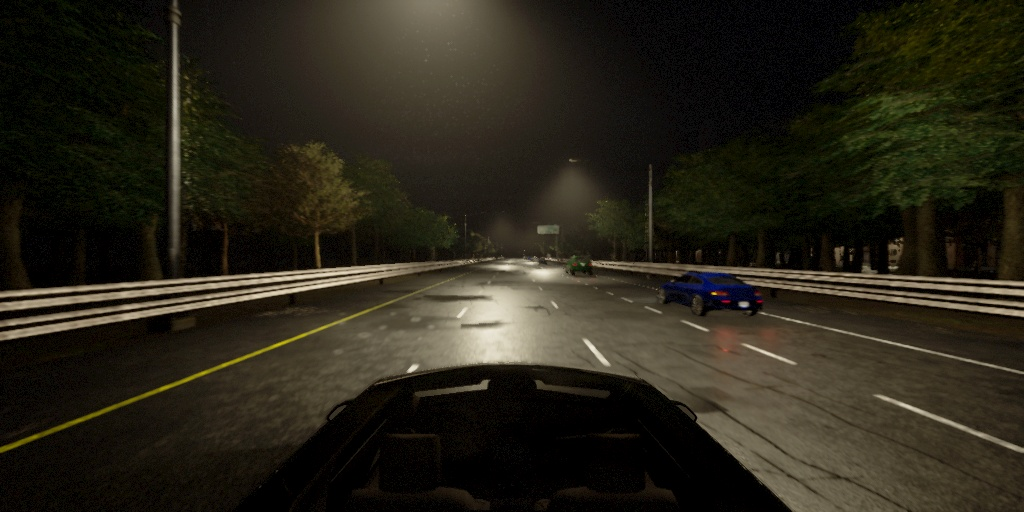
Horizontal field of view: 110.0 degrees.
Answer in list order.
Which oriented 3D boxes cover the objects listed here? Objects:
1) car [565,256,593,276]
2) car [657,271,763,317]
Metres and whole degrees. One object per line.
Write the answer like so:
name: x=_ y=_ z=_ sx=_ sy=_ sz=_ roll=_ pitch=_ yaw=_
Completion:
car: x=7.041 y=0.996 z=38.136 sx=2.150 sy=2.045 sz=5.566 roll=0 pitch=0 yaw=0
car: x=6.997 y=1.283 z=13.120 sx=1.812 sy=1.442 sz=4.674 roll=0 pitch=0 yaw=0
